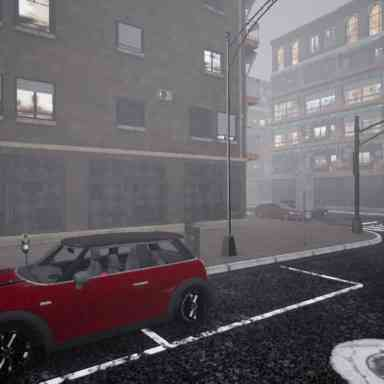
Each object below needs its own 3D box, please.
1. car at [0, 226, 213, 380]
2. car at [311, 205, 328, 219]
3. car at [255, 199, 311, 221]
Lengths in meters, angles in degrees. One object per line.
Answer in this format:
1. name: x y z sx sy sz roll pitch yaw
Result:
1. car: -1.706 1.441 5.402 4.097 1.590 1.967 0 0 -35
2. car: 8.861 1.357 27.702 1.882 1.535 5.008 -1 1 -35
3. car: 6.775 1.481 26.181 1.802 1.307 4.206 0 0 -35
